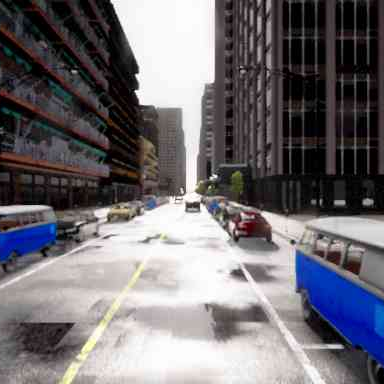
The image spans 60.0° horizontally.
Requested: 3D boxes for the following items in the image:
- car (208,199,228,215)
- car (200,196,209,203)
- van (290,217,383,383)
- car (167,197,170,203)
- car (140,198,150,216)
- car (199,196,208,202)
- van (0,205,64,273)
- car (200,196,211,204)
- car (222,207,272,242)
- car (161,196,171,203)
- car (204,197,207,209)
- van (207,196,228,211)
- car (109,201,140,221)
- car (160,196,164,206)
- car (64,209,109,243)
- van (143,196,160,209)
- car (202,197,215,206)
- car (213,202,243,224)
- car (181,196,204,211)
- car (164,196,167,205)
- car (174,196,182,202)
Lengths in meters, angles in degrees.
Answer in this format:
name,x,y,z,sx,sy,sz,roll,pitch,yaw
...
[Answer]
name,x,y,z,sx,sy,sz,roll,pitch,yaw
car,2.690,1.564,27.340,2.008,1.369,4.403,0,0,0
car,2.686,1.638,72.649,1.887,1.381,4.507,0,0,0
van,2.693,1.338,4.688,1.690,1.788,3.998,0,0,0
car,-5.693,1.506,61.322,1.967,1.590,4.097,0,0,0
car,-5.691,1.572,33.003,2.008,1.369,4.403,0,0,0
car,2.685,1.637,78.481,1.752,1.417,4.829,0,0,0
van,-5.688,1.337,10.352,1.690,1.788,3.998,0,0,0
car,2.686,1.518,66.987,1.967,1.590,4.097,0,0,0
car,2.691,1.581,16.014,1.802,1.307,4.206,0,0,0
car,-5.694,1.618,72.478,1.752,1.417,4.829,0,0,0
car,2.689,1.575,38.668,1.887,1.381,4.507,0,0,0
van,2.689,1.363,33.004,1.690,1.788,3.998,0,0,0
car,-5.691,1.538,27.169,1.752,1.417,4.829,0,0,0
car,-5.692,1.573,49.826,1.752,1.417,4.829,0,0,0
car,-5.689,1.550,16.013,2.008,1.369,4.403,0,0,0
van,-5.692,1.380,44.332,1.690,1.788,3.998,0,0,0
car,2.687,1.601,55.661,1.887,1.381,4.507,0,0,0
car,2.690,1.556,21.677,2.008,1.369,4.403,0,0,0
car,0.097,1.525,40.856,2.128,1.511,4.902,0,0,0
car,-5.693,1.622,55.660,1.947,1.339,4.313,0,0,0
car,-3.004,1.510,76.931,1.994,1.385,4.181,0,0,0
